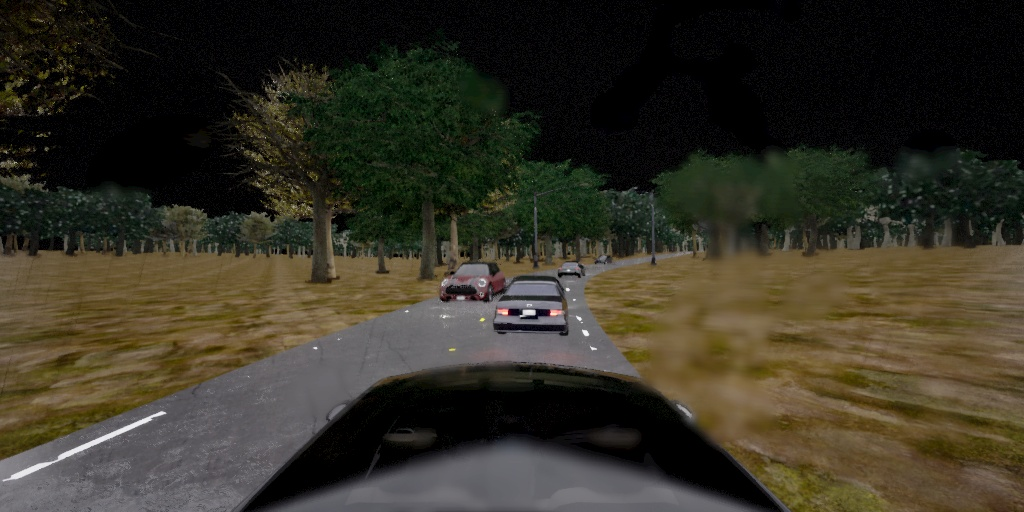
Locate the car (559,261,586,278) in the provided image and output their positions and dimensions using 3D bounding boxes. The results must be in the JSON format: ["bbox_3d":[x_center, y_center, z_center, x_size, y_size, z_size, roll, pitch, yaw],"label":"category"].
[{"bbox_3d":[5.229,1.127,31.162,1.994,1.385,4.181,0,0,18],"label":"car"}]

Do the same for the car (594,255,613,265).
[{"bbox_3d":[14.852,0.636,58.051,1.837,1.490,4.892,-1,1,33],"label":"car"}]

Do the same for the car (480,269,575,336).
[{"bbox_3d":[0.688,1.280,10.384,2.033,1.411,5.357,0,0,7],"label":"car"}]

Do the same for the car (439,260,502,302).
[{"bbox_3d":[-1.649,1.062,16.353,2.097,1.767,4.553,0,0,10],"label":"car"}]
